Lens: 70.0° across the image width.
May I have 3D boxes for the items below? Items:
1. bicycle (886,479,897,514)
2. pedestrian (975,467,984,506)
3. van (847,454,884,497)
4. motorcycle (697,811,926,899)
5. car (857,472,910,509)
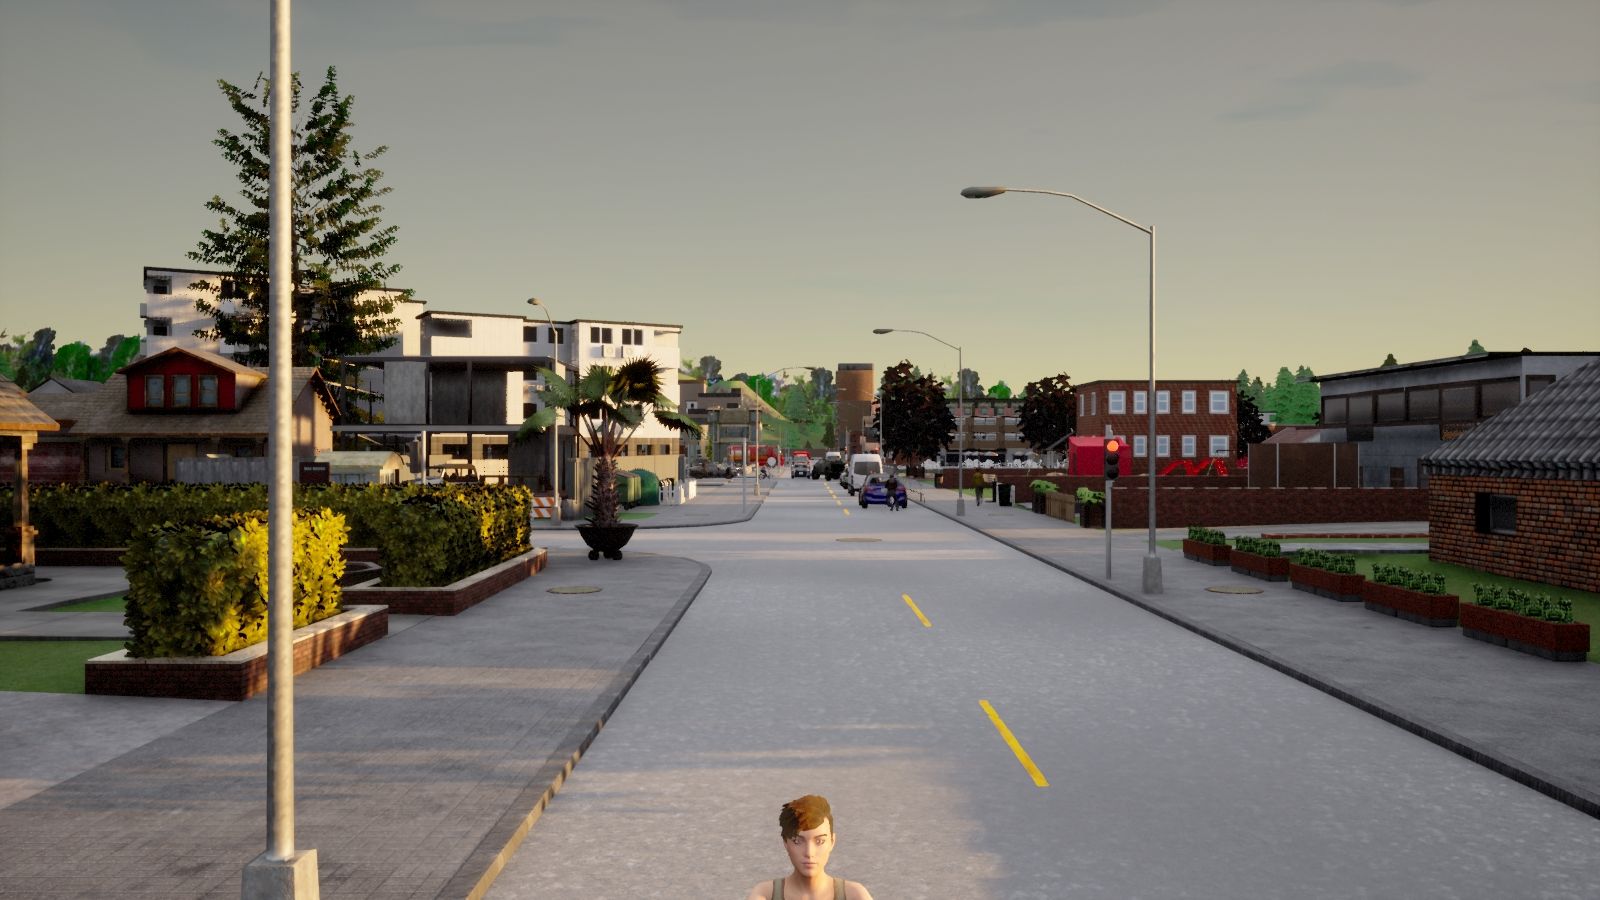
[{"bbox_3d":[4.077,2.060,50.937,0.329,1.471,1.835,0,0,0],"label":"bicycle"},{"bbox_3d":[8.575,1.744,54.673,0.375,1.860,0.375,0,0,19],"label":"pedestrian"},{"bbox_3d":[4.045,1.534,71.355,1.988,2.561,5.915,0,0,0],"label":"van"},{"bbox_3d":[0.039,2.155,3.558,0.764,1.307,2.356,0,0,0],"label":"motorcycle"},{"bbox_3d":[4.046,1.967,56.171,2.242,1.667,4.611,0,0,0],"label":"car"}]
